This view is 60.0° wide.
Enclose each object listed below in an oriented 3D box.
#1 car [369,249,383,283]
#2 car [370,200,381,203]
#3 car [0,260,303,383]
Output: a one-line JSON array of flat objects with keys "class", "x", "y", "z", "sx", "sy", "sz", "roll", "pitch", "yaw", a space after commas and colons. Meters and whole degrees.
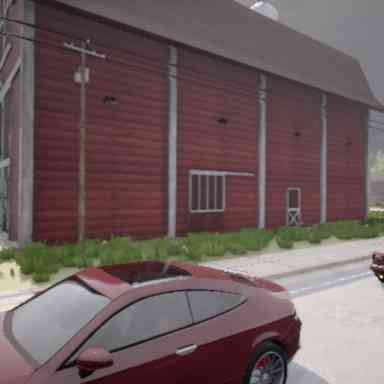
[{"class": "car", "x": 6.685, "y": 1.711, "z": 8.766, "sx": 4.718, "sy": 1.301, "sz": 1.895, "roll": 1, "pitch": 0, "yaw": -36}, {"class": "car", "x": 35.564, "y": 2.221, "z": 64.636, "sx": 3.905, "sy": 1.438, "sz": 1.784, "roll": 1, "pitch": 0, "yaw": -36}, {"class": "car", "x": -0.770, "y": 1.539, "z": 3.444, "sx": 4.674, "sy": 1.442, "sz": 1.812, "roll": 1, "pitch": 0, "yaw": -36}]
